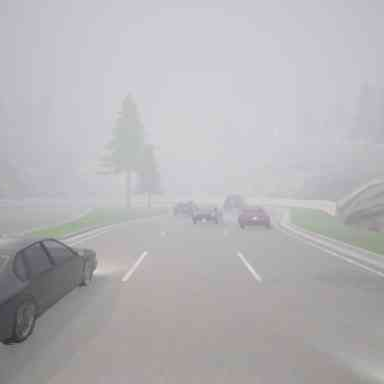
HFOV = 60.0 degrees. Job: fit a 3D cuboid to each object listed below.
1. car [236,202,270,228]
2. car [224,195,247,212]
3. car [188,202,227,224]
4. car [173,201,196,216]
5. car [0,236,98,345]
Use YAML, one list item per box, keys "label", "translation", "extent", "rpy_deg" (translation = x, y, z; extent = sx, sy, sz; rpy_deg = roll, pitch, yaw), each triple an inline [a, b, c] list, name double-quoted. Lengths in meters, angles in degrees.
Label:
- label: "car"
  translation: [4.222, 1.644, 22.865]
  extent: [1.994, 1.385, 4.181]
  rpy_deg: [0, 0, 7]
- label: "car"
  translation: [5.452, 1.363, 41.109]
  extent: [2.150, 2.045, 5.566]
  rpy_deg: [0, 0, 18]
- label: "car"
  translation: [1.298, 1.691, 25.557]
  extent: [1.895, 1.301, 4.718]
  rpy_deg: [0, 0, 11]
- label: "car"
  translation: [-0.384, 1.608, 33.292]
  extent: [2.128, 1.511, 4.902]
  rpy_deg: [0, 0, 15]
- label: "car"
  translation: [-3.398, 1.570, 6.354]
  extent: [2.033, 1.411, 5.357]
  rpy_deg: [0, 0, 0]
